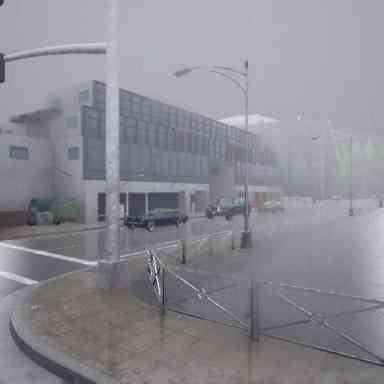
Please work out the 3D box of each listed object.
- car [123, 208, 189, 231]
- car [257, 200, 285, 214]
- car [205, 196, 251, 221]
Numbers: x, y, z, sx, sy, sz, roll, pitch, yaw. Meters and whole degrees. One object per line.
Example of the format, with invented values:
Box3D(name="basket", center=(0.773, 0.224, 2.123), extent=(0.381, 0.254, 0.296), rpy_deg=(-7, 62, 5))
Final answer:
Box3D(name="car", center=(-2.315, 1.777, 22.159), extent=(1.895, 1.301, 4.718), rpy_deg=(0, 0, 35))
Box3D(name="car", center=(9.187, 1.702, 38.262), extent=(1.812, 1.442, 4.674), rpy_deg=(0, 0, 36))
Box3D(name="car", center=(3.414, 1.398, 30.190), extent=(2.150, 2.045, 5.566), rpy_deg=(0, 0, 36))
